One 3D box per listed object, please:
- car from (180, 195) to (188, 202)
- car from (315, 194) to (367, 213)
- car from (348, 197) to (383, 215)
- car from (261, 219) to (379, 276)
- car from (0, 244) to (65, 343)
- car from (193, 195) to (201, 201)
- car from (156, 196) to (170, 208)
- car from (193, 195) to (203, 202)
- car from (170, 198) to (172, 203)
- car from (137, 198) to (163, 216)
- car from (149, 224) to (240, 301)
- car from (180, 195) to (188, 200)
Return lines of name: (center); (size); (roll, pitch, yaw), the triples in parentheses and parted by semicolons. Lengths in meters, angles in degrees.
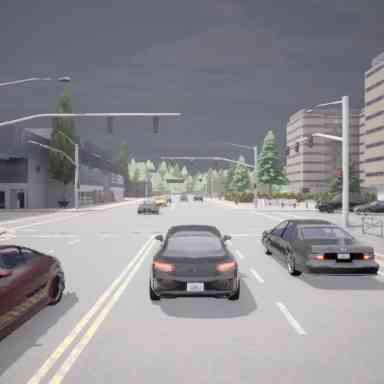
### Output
car: (-1.908, 1.533, 78.143); (2.033, 1.411, 5.357); (0, 0, -1)
car: (16.291, 1.222, 36.005); (5.566, 2.045, 2.150); (0, 0, -2)
car: (18.226, 1.526, 32.537); (4.674, 1.442, 1.812); (0, 0, -2)
car: (3.534, 1.547, 10.280); (2.033, 1.411, 5.357); (0, 0, 0)
car: (-3.622, 1.564, 5.247); (1.994, 1.385, 4.181); (0, 0, 0)
car: (1.318, 1.500, 88.851); (1.837, 1.490, 4.892); (0, 0, -1)
car: (-4.768, 1.477, 49.578); (1.882, 1.535, 5.008); (0, 0, -1)
car: (1.579, 1.478, 78.713); (1.882, 1.535, 5.008); (0, 0, -1)
car: (-5.166, 1.525, 68.426); (1.812, 1.442, 4.674); (0, 0, -1)
car: (-4.238, 1.564, 32.916); (1.994, 1.385, 4.181); (0, 0, -2)
car: (0.037, 1.526, 8.224); (1.812, 1.442, 4.674); (0, 0, -1)
car: (-2.181, 1.467, 88.779); (1.994, 1.385, 4.181); (0, 0, -1)
